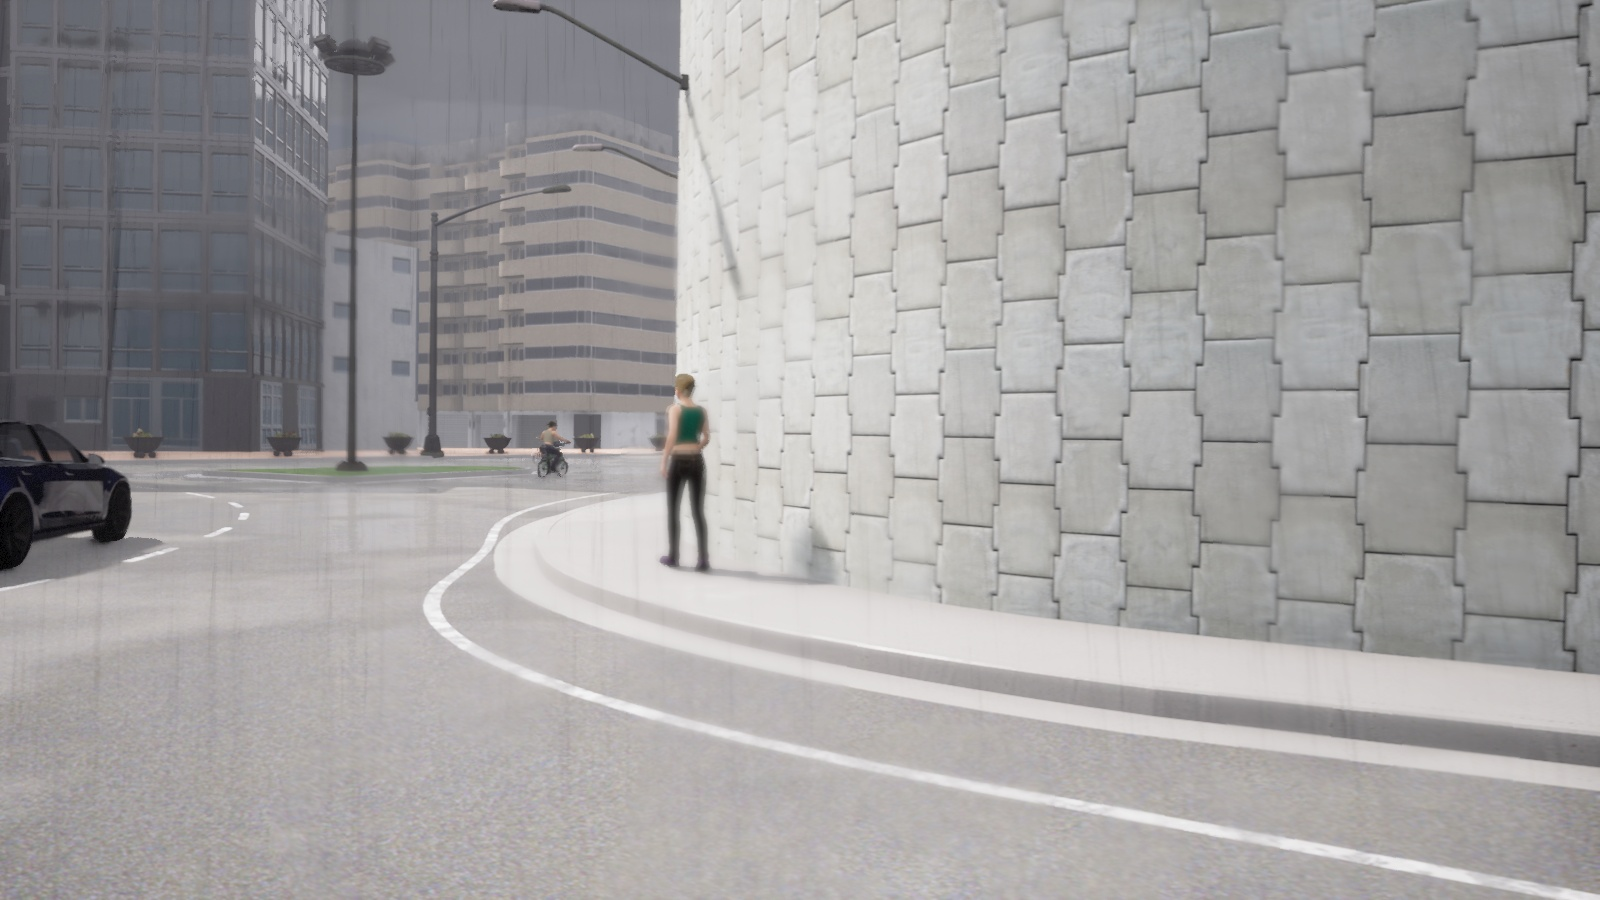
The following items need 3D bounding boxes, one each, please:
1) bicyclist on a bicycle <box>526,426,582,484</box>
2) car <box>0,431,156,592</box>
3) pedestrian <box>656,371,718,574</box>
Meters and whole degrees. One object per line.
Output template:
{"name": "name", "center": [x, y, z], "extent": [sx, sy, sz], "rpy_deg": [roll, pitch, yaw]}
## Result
{"name": "bicyclist on a bicycle", "center": [-6.964, 0.115, 35.554], "extent": [0.866, 1.612, 1.509], "rpy_deg": [0, 1, 22]}
{"name": "car", "center": [-8.905, 0.550, 13.596], "extent": [2.163, 1.488, 4.792], "rpy_deg": [0, 1, -11]}
{"name": "pedestrian", "center": [-1.057, 0.199, 11.687], "extent": [0.345, 1.836, 0.594], "rpy_deg": [-1, 1, -29]}
